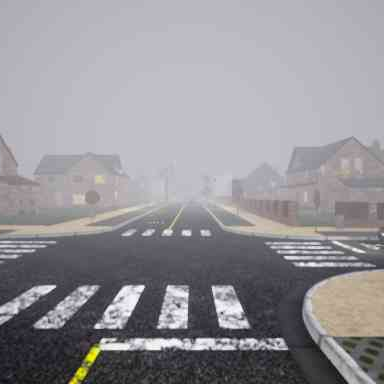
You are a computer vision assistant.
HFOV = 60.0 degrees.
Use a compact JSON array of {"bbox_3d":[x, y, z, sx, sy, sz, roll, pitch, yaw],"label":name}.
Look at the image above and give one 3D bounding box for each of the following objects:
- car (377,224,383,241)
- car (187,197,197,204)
[{"bbox_3d":[10.485,1.562,14.035,4.892,1.490,1.837,0,0,0],"label":"car"},{"bbox_3d":[0.071,1.735,65.930,2.033,1.411,5.357,0,0,0],"label":"car"}]
